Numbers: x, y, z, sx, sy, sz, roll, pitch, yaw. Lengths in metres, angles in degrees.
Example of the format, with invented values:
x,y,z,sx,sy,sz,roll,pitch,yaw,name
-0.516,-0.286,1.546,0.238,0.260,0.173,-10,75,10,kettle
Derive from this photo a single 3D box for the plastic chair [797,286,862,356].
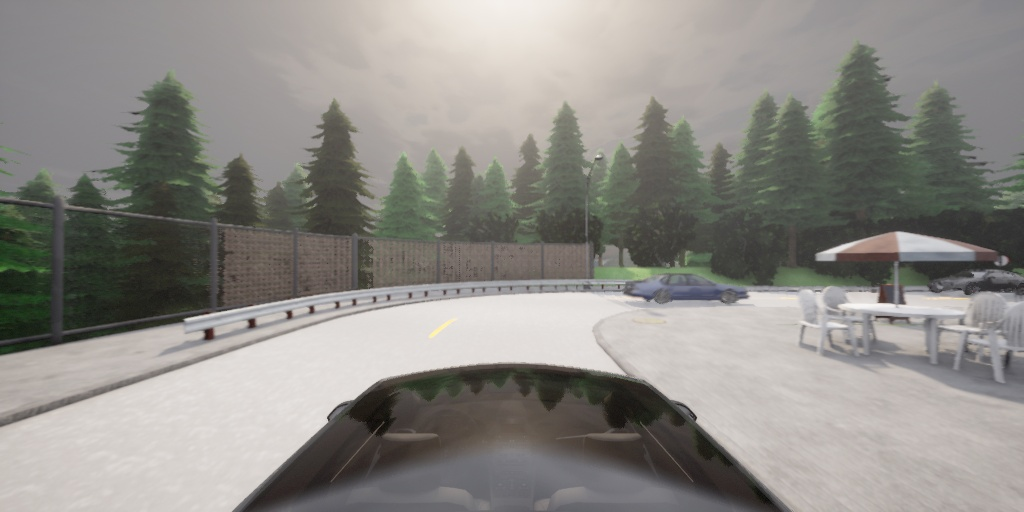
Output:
x,y,z,sx,sy,sz,roll,pitch,yaw,name
6.510,1.332,7.451,0.730,1.272,0.750,0,0,10,plastic chair

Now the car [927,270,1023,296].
x,y,z,sx,sy,sz,roll,pitch,yaw,name
27.021,1.525,20.714,4.674,1.442,1.812,0,-1,0,car

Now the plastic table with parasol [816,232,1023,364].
x,y,z,sx,sy,sz,roll,pitch,yaw,name
7.781,0.748,7.242,2.482,2.480,2.482,0,0,0,plastic table with parasol

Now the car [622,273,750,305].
x,y,z,sx,sy,sz,roll,pitch,yaw,name
8.031,1.496,16.868,5.357,1.411,2.033,0,-1,0,car

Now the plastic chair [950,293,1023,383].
x,y,z,sx,sy,sz,roll,pitch,yaw,name
8.001,1.334,5.832,0.750,1.272,0.730,0,0,10,plastic chair
